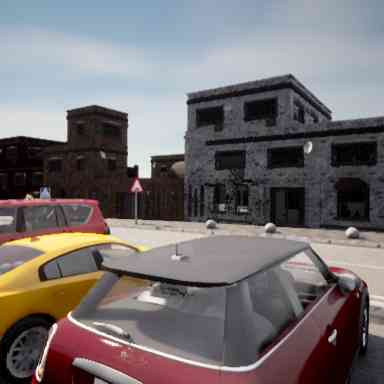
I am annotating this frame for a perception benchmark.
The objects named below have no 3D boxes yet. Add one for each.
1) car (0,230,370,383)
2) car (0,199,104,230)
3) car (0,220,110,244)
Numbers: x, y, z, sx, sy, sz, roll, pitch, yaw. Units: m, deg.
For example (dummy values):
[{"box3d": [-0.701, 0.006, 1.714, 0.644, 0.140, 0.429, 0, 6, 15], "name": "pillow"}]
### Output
[{"box3d": [0.670, 1.305, 3.835, 2.185, 1.767, 4.553, 0, 0, 34], "name": "car"}, {"box3d": [-4.278, 1.206, 7.147, 2.435, 2.045, 5.566, -1, 0, 34], "name": "car"}, {"box3d": [-1.839, 1.444, 5.544, 2.097, 1.535, 5.008, 0, 0, 34], "name": "car"}]
